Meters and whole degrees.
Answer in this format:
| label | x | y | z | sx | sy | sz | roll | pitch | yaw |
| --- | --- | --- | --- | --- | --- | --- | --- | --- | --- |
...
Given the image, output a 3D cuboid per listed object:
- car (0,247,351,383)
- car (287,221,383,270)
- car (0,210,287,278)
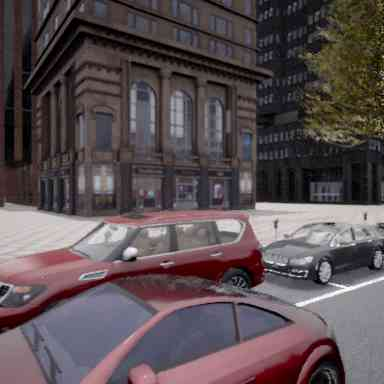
| label | x | y | z | sx | sy | sz | roll | pitch | yaw |
| --- | --- | --- | --- | --- | --- | --- | --- | --- | --- |
| car | -0.482 | 1.563 | 3.033 | 4.181 | 1.385 | 1.994 | 0 | 0 | -36 |
| car | 3.786 | 1.545 | 9.348 | 4.403 | 1.369 | 2.008 | 0 | 0 | -35 |
| car | -0.837 | 1.313 | 6.052 | 5.009 | 1.841 | 2.192 | 0 | 0 | -35 |
